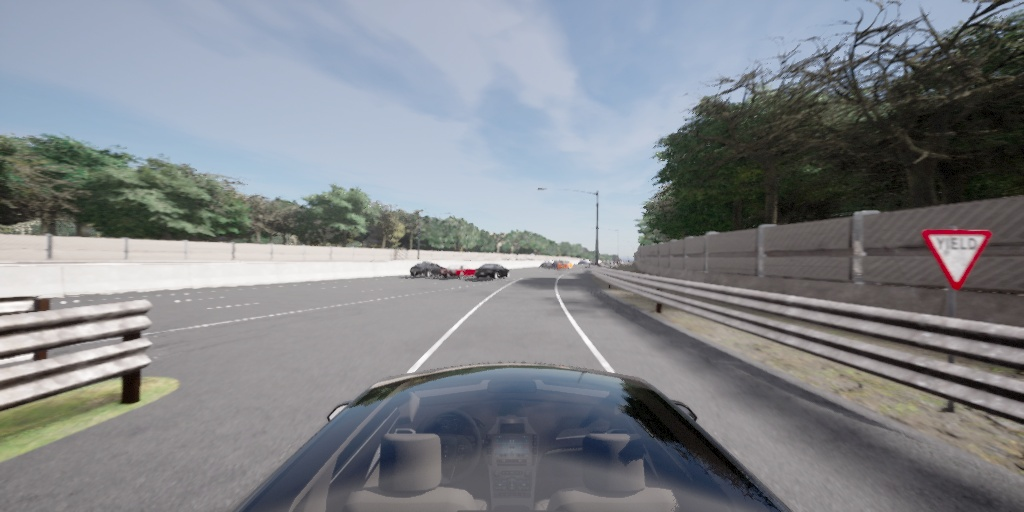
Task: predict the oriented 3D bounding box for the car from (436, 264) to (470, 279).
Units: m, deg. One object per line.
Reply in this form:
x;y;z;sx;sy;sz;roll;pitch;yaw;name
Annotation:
-4.998;1.496;34.769;1.895;1.301;4.718;0;0;21;car

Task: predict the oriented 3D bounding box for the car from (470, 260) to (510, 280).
-1.727;1.400;33.516;1.882;1.535;5.008;0;0;21;car

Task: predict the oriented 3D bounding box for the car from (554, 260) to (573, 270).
9.390;1.565;63.029;2.097;1.767;4.553;0;0;21;car

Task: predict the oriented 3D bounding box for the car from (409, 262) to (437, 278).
-8.282;1.374;35.975;1.837;1.490;4.892;0;0;21;car
